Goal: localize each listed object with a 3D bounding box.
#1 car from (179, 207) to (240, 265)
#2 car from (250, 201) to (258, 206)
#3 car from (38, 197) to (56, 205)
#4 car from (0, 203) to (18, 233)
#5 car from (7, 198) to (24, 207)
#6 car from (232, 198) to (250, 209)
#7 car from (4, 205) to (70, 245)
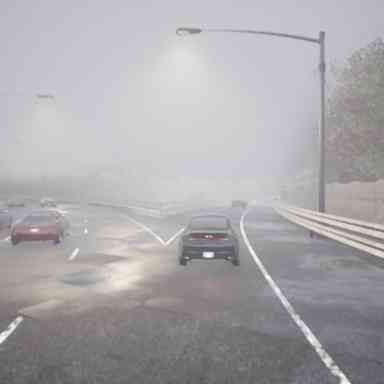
[{"bbox_3d":[0.633,1.506,11.704,1.837,1.490,4.892,0,0,4],"label":"car"},{"bbox_3d":[14.412,2.846,77.722,1.812,1.442,4.674,0,-4,16],"label":"car"},{"bbox_3d":[-20.169,1.485,46.186,1.812,1.442,4.674,0,0,-32],"label":"car"},{"bbox_3d":[-11.534,1.541,18.822,1.994,1.385,4.181,0,0,-17],"label":"car"},{"bbox_3d":[-25.278,1.513,47.604,1.994,1.385,4.181,0,0,-33],"label":"car"},{"bbox_3d":[6.790,1.527,47.270,1.882,1.535,5.008,0,-1,14],"label":"car"},{"bbox_3d":[-6.986,1.548,15.659,1.994,1.385,4.181,0,0,-14],"label":"car"}]
